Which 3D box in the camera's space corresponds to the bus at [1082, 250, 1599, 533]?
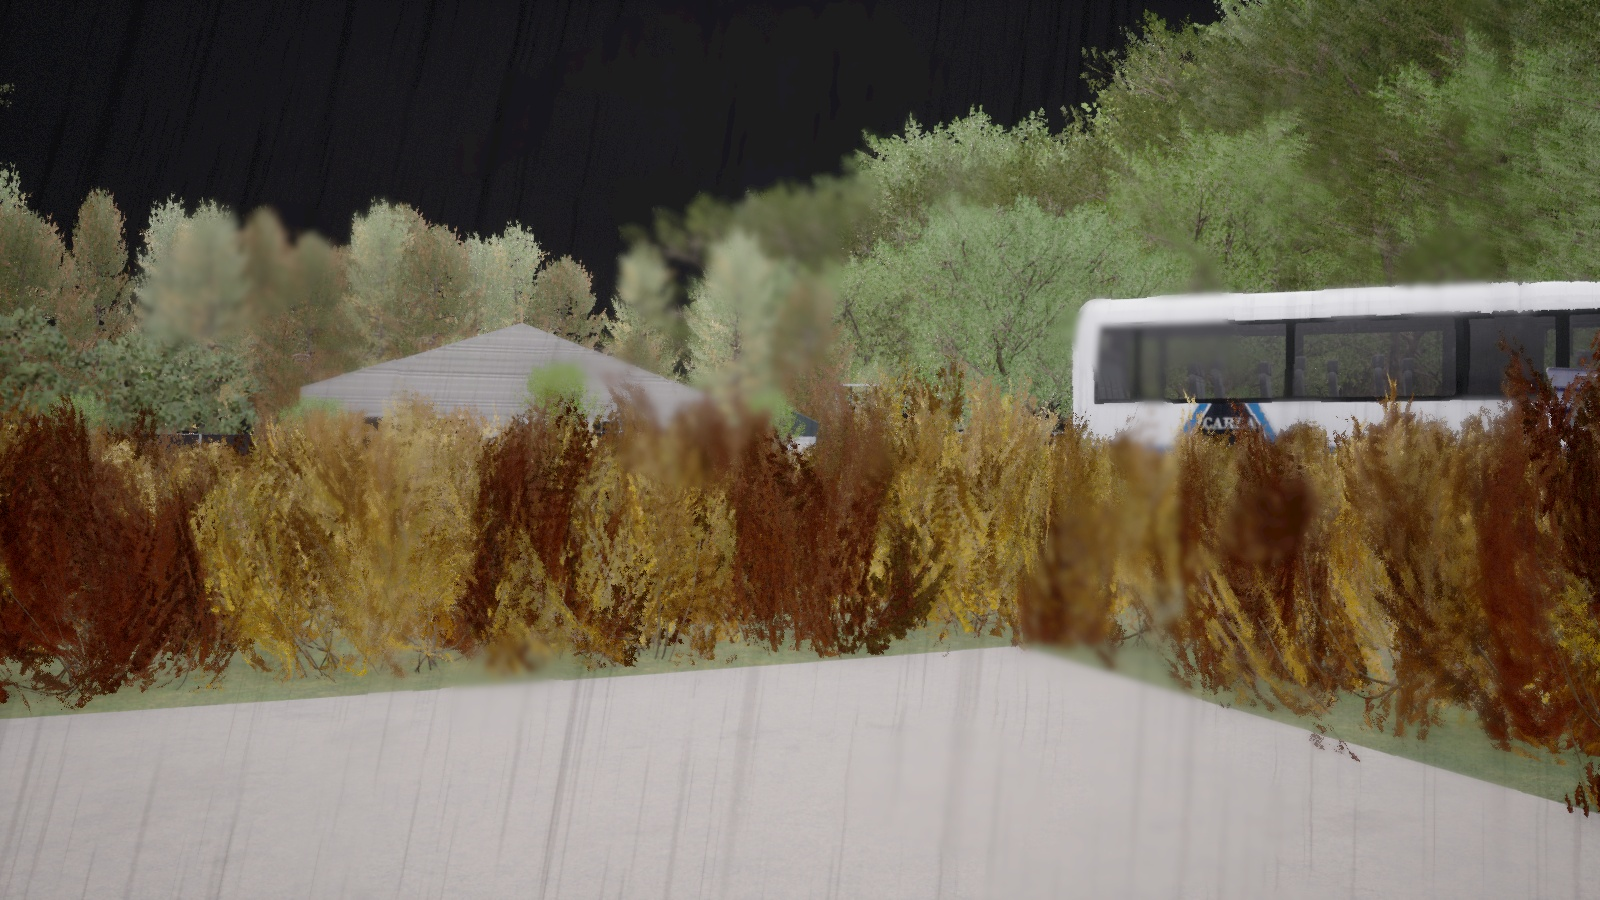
[{"bbox_3d":[10.489,-0.887,21.755,10.273,4.253,3.944,-1,1,24],"label":"bus"}]
